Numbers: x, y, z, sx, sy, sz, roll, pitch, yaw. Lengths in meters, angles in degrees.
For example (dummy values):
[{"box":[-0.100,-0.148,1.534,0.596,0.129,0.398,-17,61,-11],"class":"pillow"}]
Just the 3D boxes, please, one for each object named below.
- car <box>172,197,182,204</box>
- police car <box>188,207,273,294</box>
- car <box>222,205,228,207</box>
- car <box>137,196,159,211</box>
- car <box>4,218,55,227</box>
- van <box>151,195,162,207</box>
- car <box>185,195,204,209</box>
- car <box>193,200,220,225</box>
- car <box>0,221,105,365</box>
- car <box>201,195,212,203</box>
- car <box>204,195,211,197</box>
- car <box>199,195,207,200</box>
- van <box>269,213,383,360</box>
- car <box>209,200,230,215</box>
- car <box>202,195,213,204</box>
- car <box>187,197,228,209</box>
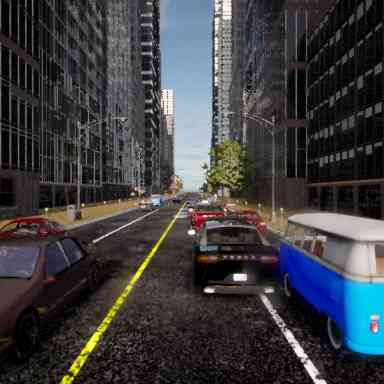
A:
[{"box":[-2.793,1.570,62.961,1.895,1.301,4.718,0,0,0],"class":"car"},{"box":[0.929,1.425,8.941,1.930,1.638,5.238,0,0,0],"class":"police car"},{"box":[2.747,1.581,17.190,1.802,1.307,4.206,0,0,0],"class":"car"},{"box":[-5.558,1.548,39.992,2.008,1.369,4.403,0,0,0],"class":"car"},{"box":[-5.653,1.582,11.529,1.802,1.307,4.206,0,0,0],"class":"car"},{"box":[-5.520,1.328,51.377,1.690,1.788,3.998,0,0,0],"class":"van"},{"box":[0.160,1.485,45.729,2.128,1.511,4.902,0,0,0],"class":"car"},{"box":[0.983,1.455,25.021,1.801,1.575,5.366,0,0,0],"class":"car"},{"box":[-3.080,1.547,6.081,2.033,1.411,5.357,0,0,0],"class":"car"},{"box":[2.918,1.401,68.422,1.967,1.590,4.097,0,0,0],"class":"car"},{"box":[2.842,1.544,45.653,2.008,1.369,4.403,0,0,0],"class":"car"},{"box":[2.994,1.462,91.193,1.887,1.381,4.507,0,0,0],"class":"car"},{"box":[2.709,1.341,5.807,1.690,1.788,3.998,0,0,0],"class":"van"},{"box":[2.804,1.581,34.268,1.802,1.307,4.206,0,0,0],"class":"car"},{"box":[2.899,1.410,62.730,1.967,1.590,4.097,0,0,0],"class":"car"},{"box":[0.912,1.351,18.794,2.097,1.767,4.553,0,0,0],"class":"car"}]
